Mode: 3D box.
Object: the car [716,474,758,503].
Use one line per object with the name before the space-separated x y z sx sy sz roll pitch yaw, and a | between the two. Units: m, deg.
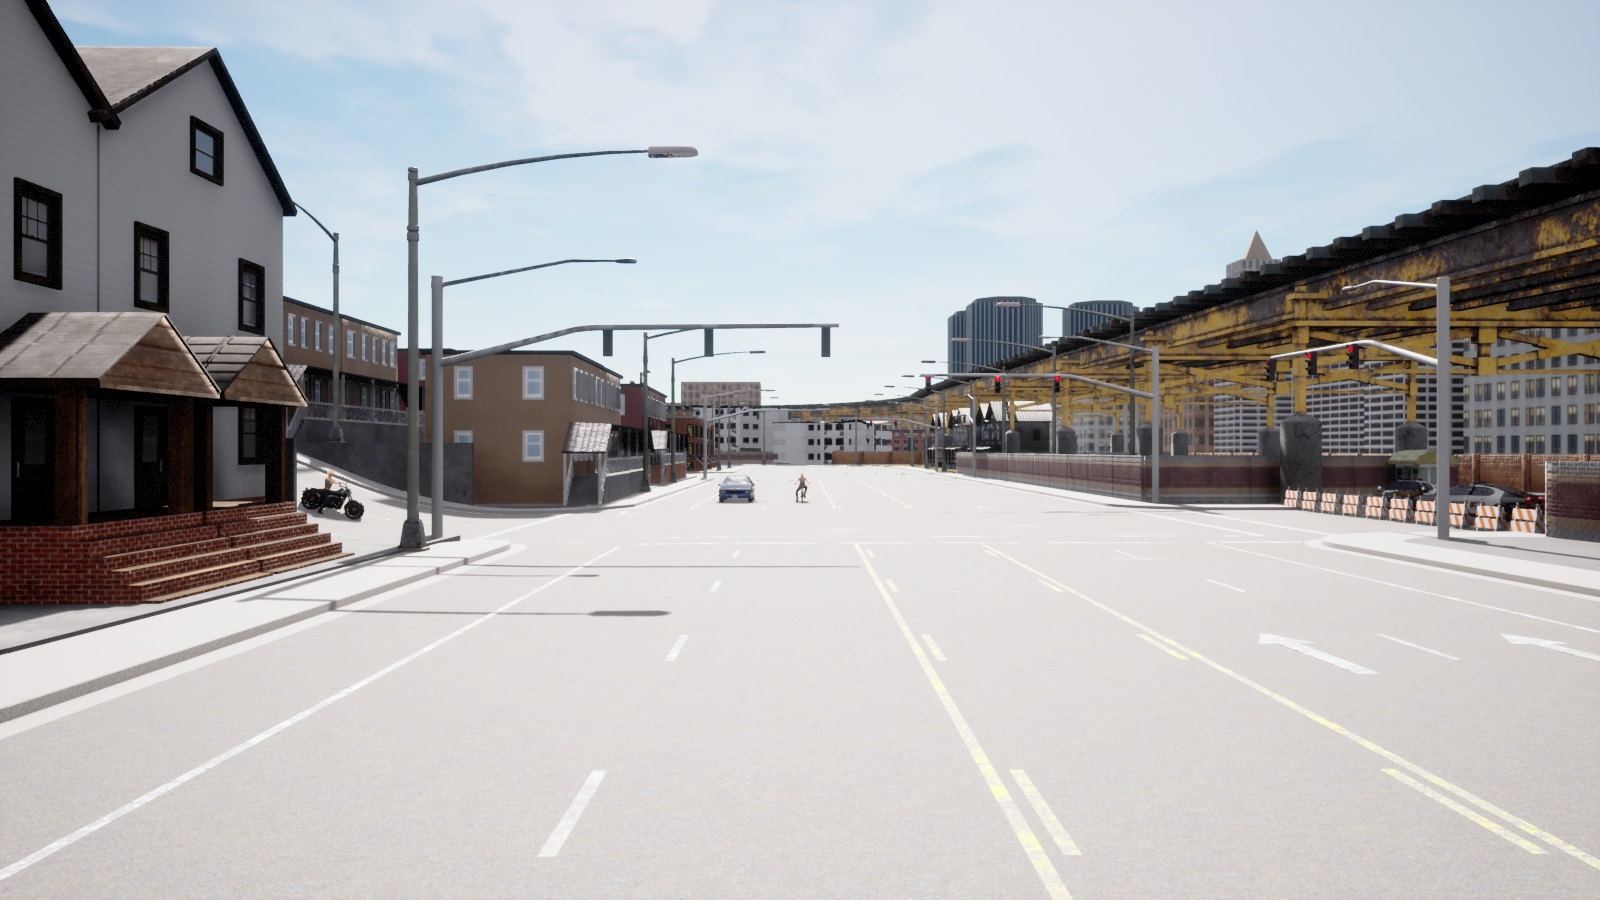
car | -3.449 2.106 63.014 2.033 1.411 5.357 0 0 0
